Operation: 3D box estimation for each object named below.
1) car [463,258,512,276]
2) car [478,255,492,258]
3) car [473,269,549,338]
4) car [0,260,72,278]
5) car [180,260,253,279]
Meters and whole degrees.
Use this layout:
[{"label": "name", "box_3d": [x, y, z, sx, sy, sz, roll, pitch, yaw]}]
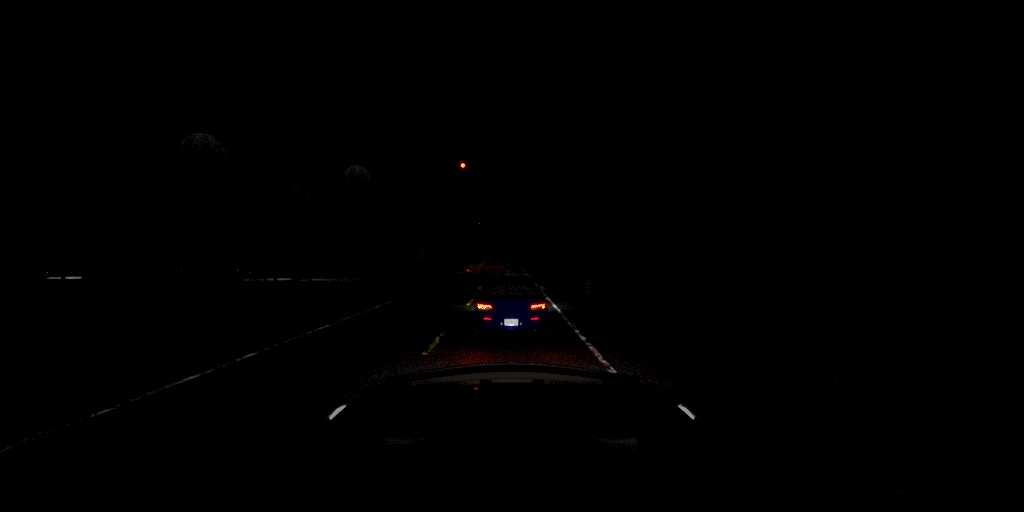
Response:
[{"label": "car", "box_3d": [-2.573, 1.195, 35.311, 1.882, 1.535, 5.008, 1, 0, 39]}, {"label": "car", "box_3d": [-3.770, 0.934, 49.782, 2.150, 2.045, 5.566, 0, 0, 0]}, {"label": "car", "box_3d": [-0.026, 1.274, 10.086, 1.812, 1.442, 4.674, 0, 0, 0]}, {"label": "car", "box_3d": [-37.621, 0.974, 28.227, 4.181, 1.385, 1.994, 1, 0, 0]}, {"label": "car", "box_3d": [-23.214, 1.036, 28.342, 4.902, 1.511, 2.128, 1, 0, -2]}]
